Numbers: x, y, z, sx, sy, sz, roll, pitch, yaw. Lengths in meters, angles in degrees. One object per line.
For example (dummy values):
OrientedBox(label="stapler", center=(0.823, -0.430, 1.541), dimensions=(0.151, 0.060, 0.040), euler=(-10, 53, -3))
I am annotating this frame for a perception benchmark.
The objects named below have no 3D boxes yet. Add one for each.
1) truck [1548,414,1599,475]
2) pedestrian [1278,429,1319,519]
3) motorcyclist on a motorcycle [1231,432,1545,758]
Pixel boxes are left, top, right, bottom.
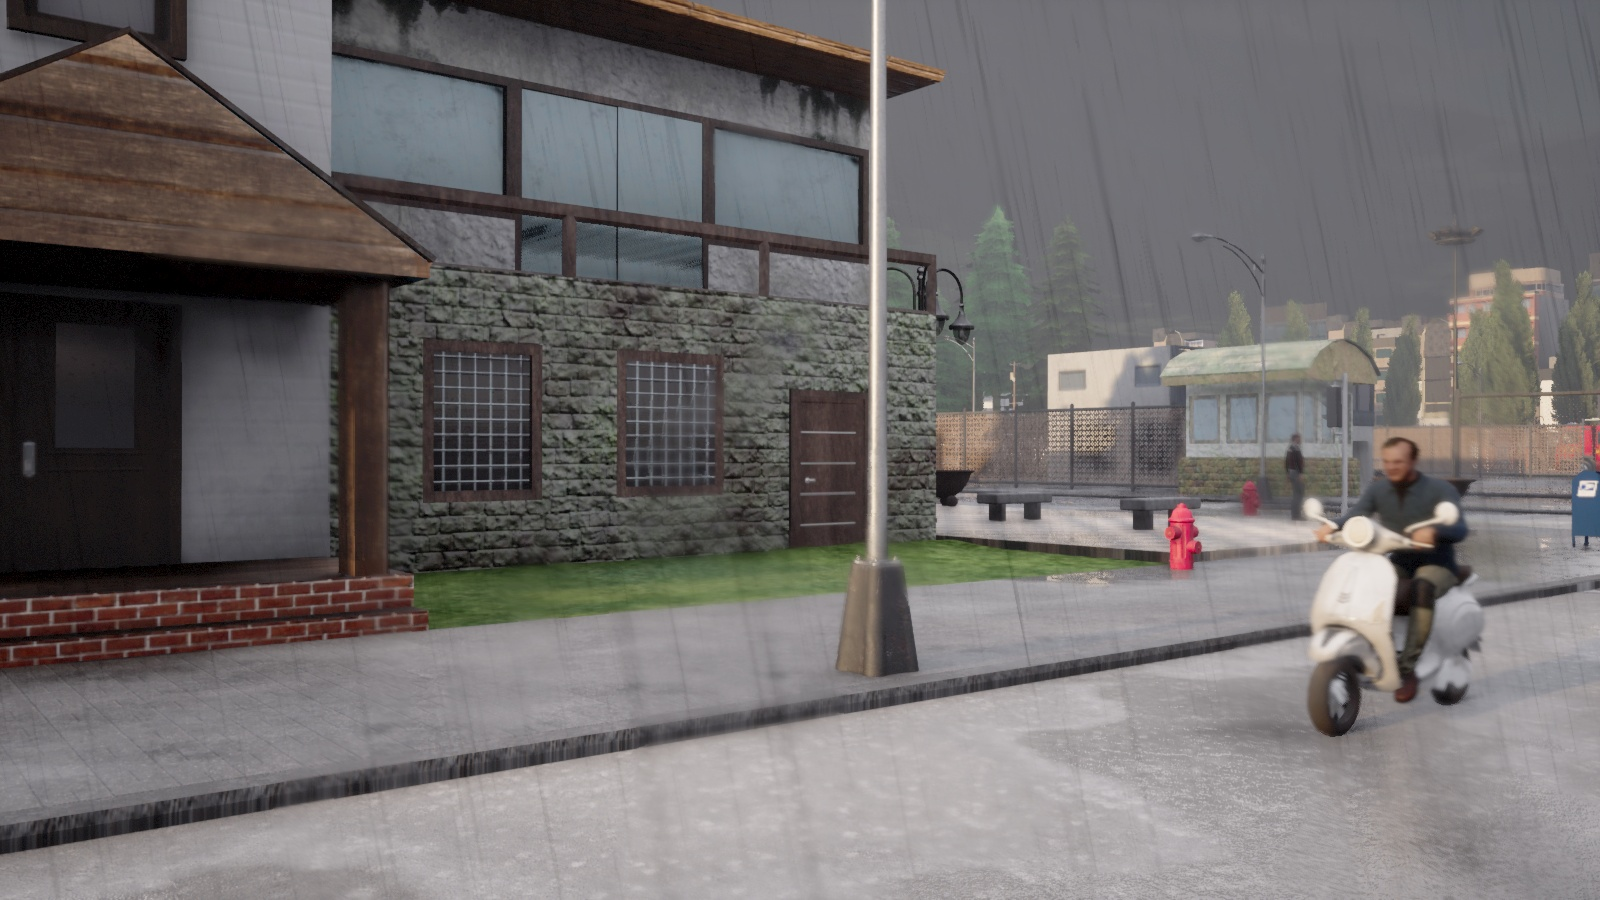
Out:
OrientedBox(label="truck", center=(52.102, -0.338, 78.686), dimensions=(2.891, 3.827, 8.468), euler=(0, 0, -39))
OrientedBox(label="pedestrian", center=(10.351, 0.493, 26.090), dimensions=(0.720, 1.854, 0.376), euler=(0, 0, 8))
OrientedBox(label="motorcyclist on a motorcycle", center=(3.318, 0.708, 7.031), dimensions=(1.817, 1.590, 0.866), euler=(0, 0, -38))
